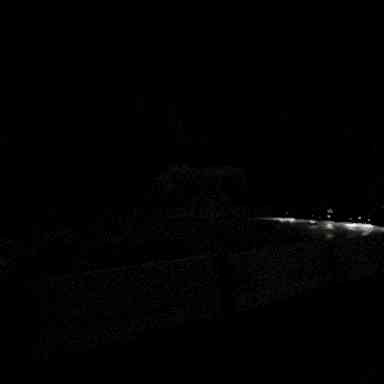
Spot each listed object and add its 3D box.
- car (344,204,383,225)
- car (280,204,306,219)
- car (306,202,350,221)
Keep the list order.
[{"bbox_3d":[14.844,1.899,27.406,4.181,1.385,1.994,1,-1,-35],"label":"car"},{"bbox_3d":[10.719,1.894,33.061,4.181,1.385,1.994,1,-1,-35],"label":"car"},{"bbox_3d":[12.965,1.689,30.365,4.553,1.767,2.097,1,-1,-35],"label":"car"}]
